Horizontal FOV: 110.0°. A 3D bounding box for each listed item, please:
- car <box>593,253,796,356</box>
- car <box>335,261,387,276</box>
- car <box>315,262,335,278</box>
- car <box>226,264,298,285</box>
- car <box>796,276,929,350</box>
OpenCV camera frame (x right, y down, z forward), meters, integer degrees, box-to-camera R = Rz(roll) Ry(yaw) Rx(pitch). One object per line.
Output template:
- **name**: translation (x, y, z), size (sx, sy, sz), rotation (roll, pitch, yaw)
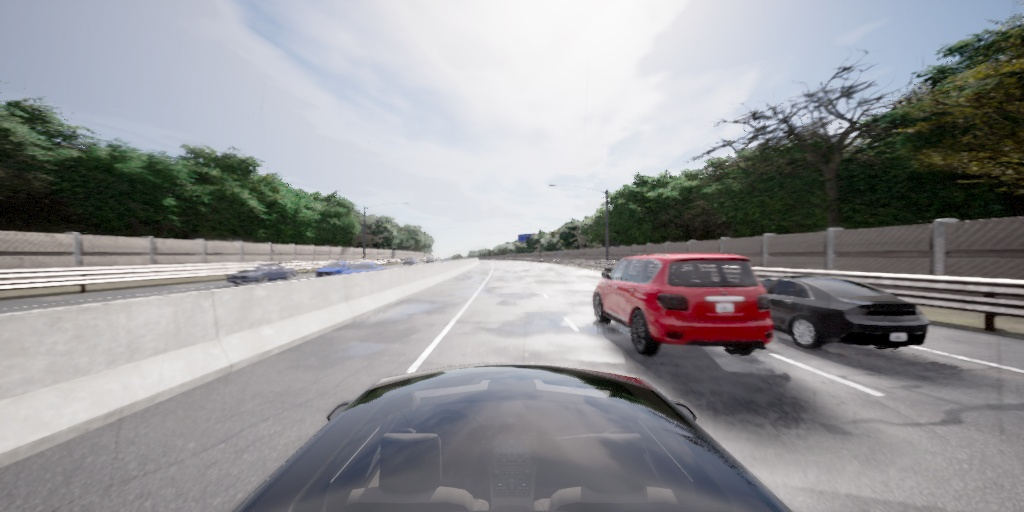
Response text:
- **car**: translation (3.577, 0.960, 8.721), size (2.150, 2.045, 5.566), rotation (0, 0, 0)
- **car**: translation (-10.845, 1.205, 26.616), size (1.882, 1.535, 5.008), rotation (0, 0, -1)
- **car**: translation (-14.408, 1.202, 29.907), size (1.882, 1.535, 5.008), rotation (0, 0, -1)
- **car**: translation (-17.832, 1.285, 25.991), size (2.033, 1.411, 5.357), rotation (0, 0, -1)
- **car**: translation (7.073, 1.237, 8.994), size (1.837, 1.490, 4.892), rotation (0, 0, 0)
